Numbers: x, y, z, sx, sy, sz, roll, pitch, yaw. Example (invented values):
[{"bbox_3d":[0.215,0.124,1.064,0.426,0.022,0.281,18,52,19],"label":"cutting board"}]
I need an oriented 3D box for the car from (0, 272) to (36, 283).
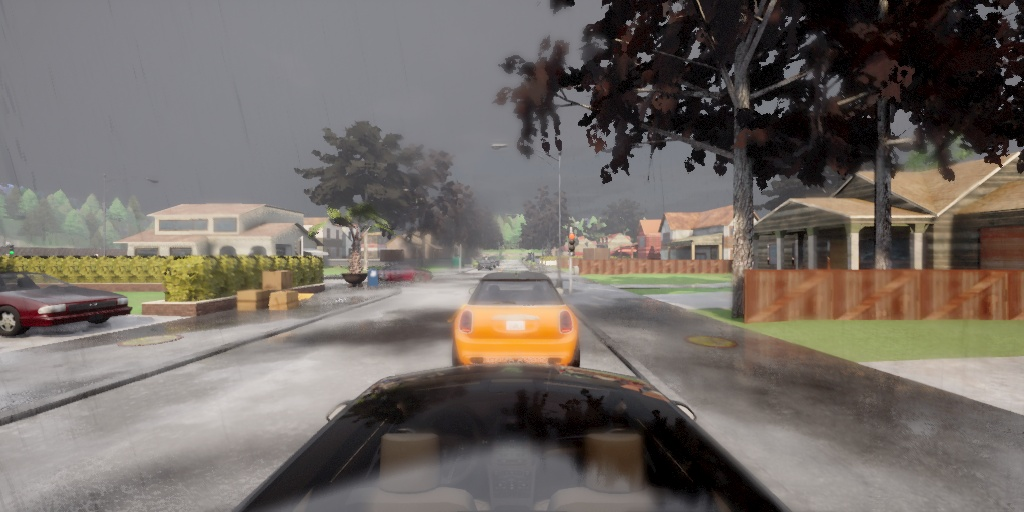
[{"bbox_3d":[-44.655,1.314,30.885,4.181,1.385,1.994,0,0,1],"label":"car"}]

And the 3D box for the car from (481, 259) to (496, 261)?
[{"bbox_3d":[-3.692,1.255,49.920,1.837,1.490,4.892,0,0,1],"label":"car"}]

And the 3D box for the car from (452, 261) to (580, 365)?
[{"bbox_3d":[0.096,1.102,7.713,2.097,1.767,4.553,0,0,1],"label":"car"}]

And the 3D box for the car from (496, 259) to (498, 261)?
[{"bbox_3d":[-3.600,1.241,59.260,2.128,1.511,4.902,0,0,1],"label":"car"}]

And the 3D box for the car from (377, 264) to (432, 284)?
[{"bbox_3d":[-8.143,1.315,26.870,4.181,1.385,1.994,0,0,-9],"label":"car"}]
